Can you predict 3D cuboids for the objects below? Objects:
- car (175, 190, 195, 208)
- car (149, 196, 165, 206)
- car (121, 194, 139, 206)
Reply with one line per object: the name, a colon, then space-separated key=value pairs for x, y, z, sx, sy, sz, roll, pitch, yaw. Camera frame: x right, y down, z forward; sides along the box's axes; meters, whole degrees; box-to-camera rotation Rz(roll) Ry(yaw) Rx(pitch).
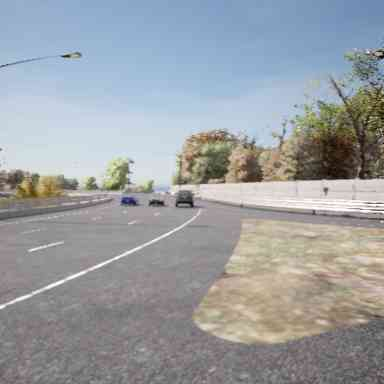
car: x=-0.838 y=0.770 z=40.288 sx=2.150 sy=2.045 sz=5.566 roll=0 pitch=1 yaw=-1
car: x=-4.411 y=1.097 z=42.572 sx=1.895 sy=1.301 sz=4.718 roll=0 pitch=1 yaw=-2
car: x=-7.955 y=0.942 z=43.010 sx=1.882 sy=1.535 sz=5.008 roll=0 pitch=1 yaw=-3
